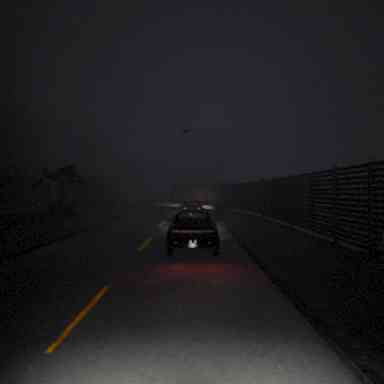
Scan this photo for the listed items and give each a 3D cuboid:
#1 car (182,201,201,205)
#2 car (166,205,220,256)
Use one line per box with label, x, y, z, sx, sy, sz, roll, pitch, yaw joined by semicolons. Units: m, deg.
car;-0.050;1.473;28.037;2.128;1.511;4.902;0;0;-1
car;0.040;1.483;13.039;2.128;1.511;4.902;0;0;1
